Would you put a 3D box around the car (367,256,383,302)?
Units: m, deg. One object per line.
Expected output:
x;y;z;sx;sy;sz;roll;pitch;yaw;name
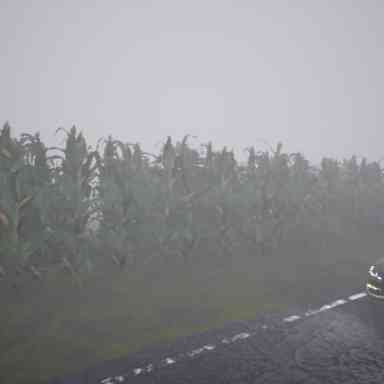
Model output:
5.642;1.513;7.094;4.892;1.490;1.837;0;0;-35;car
